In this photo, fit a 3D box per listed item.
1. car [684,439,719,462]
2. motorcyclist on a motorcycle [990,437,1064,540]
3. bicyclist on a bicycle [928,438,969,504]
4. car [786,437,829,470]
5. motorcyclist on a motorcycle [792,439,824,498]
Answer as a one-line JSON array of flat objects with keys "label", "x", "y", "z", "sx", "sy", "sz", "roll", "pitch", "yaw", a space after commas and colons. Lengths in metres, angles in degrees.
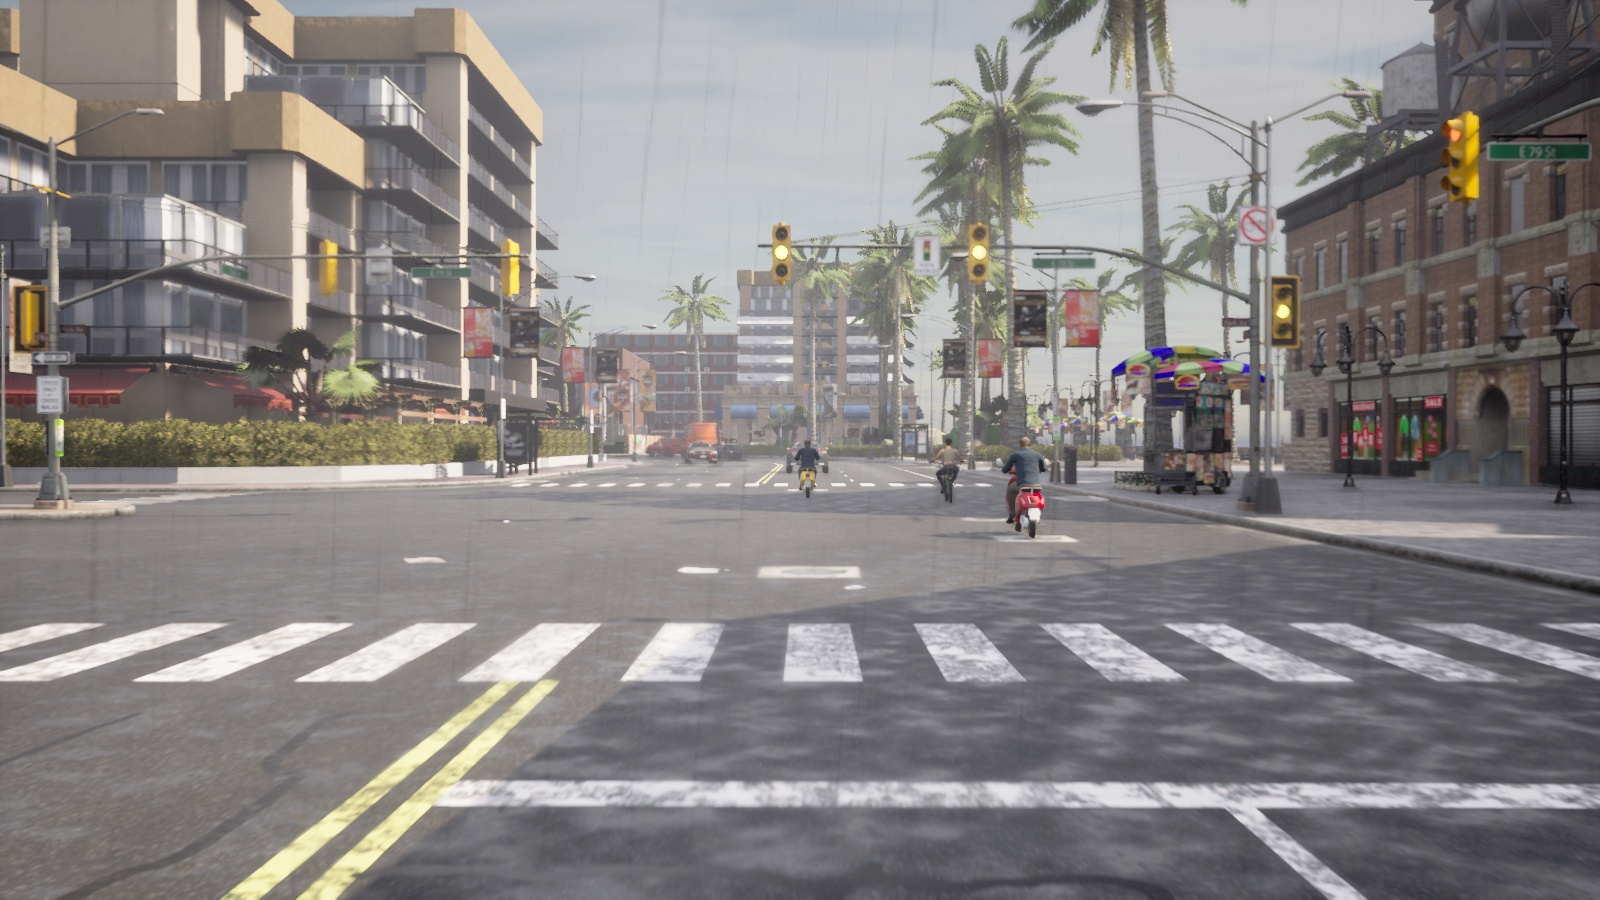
[{"label": "car", "x": -7.151, "y": 0.010, "z": 90.417, "sx": 2.152, "sy": 1.651, "sz": 5.027, "roll": 0, "pitch": 0, "yaw": -9}, {"label": "motorcyclist on a motorcycle", "x": 3.630, "y": 0.589, "z": 20.252, "sx": 0.866, "sy": 1.590, "sz": 1.817, "roll": 0, "pitch": 0, "yaw": 0}, {"label": "bicyclist on a bicycle", "x": 3.687, "y": 0.510, "z": 31.299, "sx": 0.866, "sy": 1.612, "sz": 1.509, "roll": 0, "pitch": 0, "yaw": 1}, {"label": "car", "x": 0.379, "y": 0.164, "z": 64.216, "sx": 2.152, "sy": 1.651, "sz": 5.027, "roll": 0, "pitch": 0, "yaw": 0}, {"label": "motorcyclist on a motorcycle", "x": 0.212, "y": 0.504, "z": 34.860, "sx": 0.866, "sy": 1.590, "sz": 1.817, "roll": 0, "pitch": 0, "yaw": 0}]
